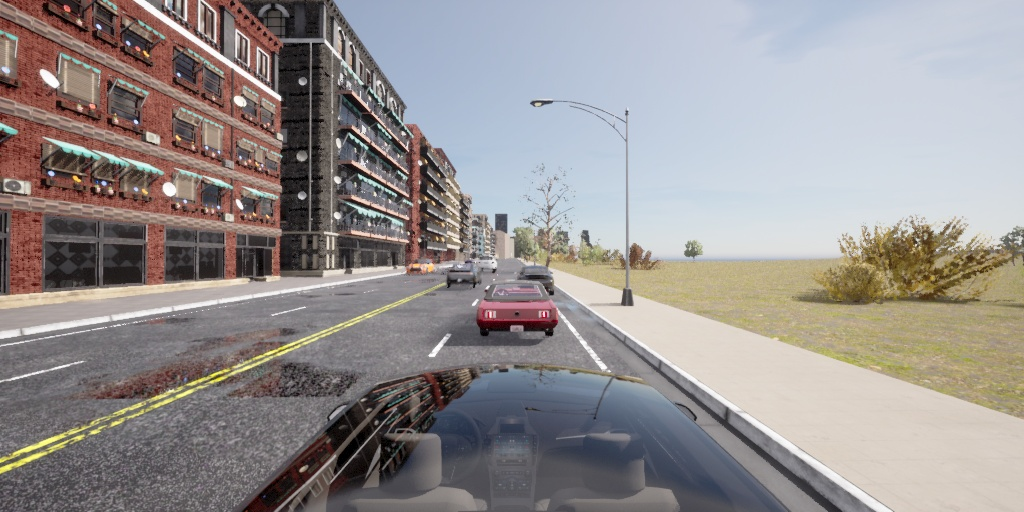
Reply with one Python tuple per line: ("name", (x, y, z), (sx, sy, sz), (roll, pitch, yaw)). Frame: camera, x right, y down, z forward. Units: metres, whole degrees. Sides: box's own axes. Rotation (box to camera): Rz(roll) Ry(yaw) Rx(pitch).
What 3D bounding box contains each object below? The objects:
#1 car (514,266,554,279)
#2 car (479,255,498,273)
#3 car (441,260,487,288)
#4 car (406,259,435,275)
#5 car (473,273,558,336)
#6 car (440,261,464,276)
("car", (1.204, 1.257, 19.523), (1.837, 1.490, 4.892), (0, 0, 0))
("car", (-2.993, 0.964, 44.081), (2.150, 2.045, 5.566), (0, -1, 0))
("car", (-3.068, 1.243, 23.594), (2.128, 1.511, 4.902), (0, 0, 0))
("car", (-9.713, 1.104, 38.307), (2.097, 1.767, 4.553), (0, 0, 0))
("car", (0.131, 1.352, 10.323), (1.895, 1.301, 4.718), (0, 0, 0))
("car", (-6.461, 1.277, 38.925), (1.812, 1.442, 4.674), (0, 0, 0))
